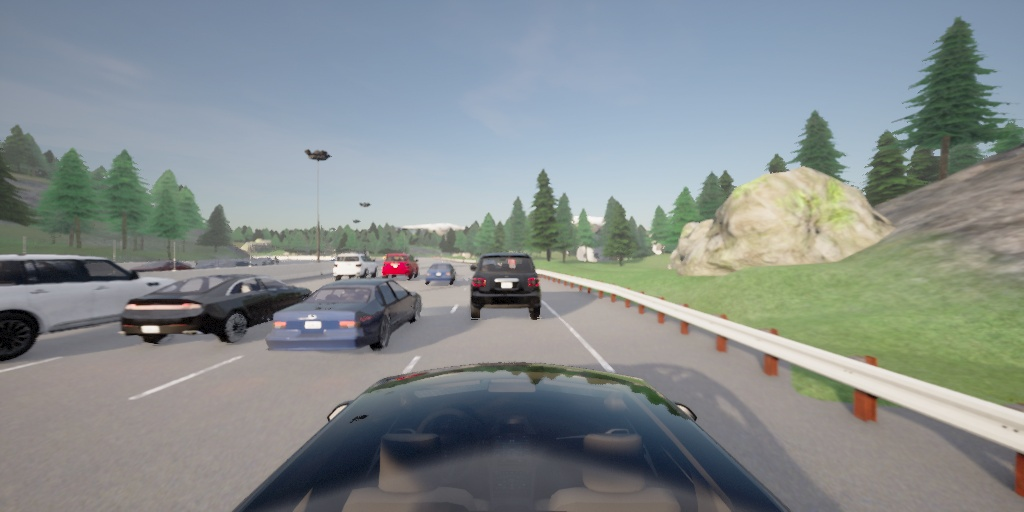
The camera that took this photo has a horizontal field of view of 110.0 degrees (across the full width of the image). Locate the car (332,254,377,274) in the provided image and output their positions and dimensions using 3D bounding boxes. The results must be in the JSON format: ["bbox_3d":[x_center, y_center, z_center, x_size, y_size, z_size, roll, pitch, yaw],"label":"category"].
[{"bbox_3d":[-12.419,0.843,28.755,2.150,2.045,5.566,0,0,-8],"label":"car"}]

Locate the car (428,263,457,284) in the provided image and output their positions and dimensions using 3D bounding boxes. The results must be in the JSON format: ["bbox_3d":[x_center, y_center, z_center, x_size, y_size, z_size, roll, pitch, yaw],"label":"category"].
[{"bbox_3d":[-4.900,1.176,25.023,2.033,1.411,5.357,0,0,-6],"label":"car"}]

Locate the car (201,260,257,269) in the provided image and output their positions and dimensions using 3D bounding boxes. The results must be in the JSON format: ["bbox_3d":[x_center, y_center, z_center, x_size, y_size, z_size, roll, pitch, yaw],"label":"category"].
[{"bbox_3d":[-23.349,1.113,29.802,1.882,1.535,5.008,0,0,-8],"label":"car"}]

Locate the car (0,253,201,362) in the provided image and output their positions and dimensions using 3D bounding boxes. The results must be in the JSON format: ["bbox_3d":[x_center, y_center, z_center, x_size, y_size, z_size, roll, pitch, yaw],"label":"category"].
[{"bbox_3d":[-10.602,0.956,8.223,2.150,2.045,5.566,0,1,-3],"label":"car"}]

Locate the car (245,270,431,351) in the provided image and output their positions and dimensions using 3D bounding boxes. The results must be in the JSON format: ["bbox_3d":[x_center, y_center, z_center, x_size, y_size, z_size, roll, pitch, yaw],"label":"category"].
[{"bbox_3d":[-3.638,1.264,8.902,2.033,1.411,5.357,0,0,-2],"label":"car"}]

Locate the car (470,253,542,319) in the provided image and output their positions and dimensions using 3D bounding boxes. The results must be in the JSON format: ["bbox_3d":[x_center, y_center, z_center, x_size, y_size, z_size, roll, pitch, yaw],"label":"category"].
[{"bbox_3d":[-0.310,0.909,12.673,2.150,2.045,5.566,0,0,-4],"label":"car"}]

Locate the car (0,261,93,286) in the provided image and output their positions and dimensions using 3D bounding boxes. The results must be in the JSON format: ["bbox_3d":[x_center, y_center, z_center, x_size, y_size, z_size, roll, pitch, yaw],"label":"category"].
[{"bbox_3d":[-33.274,1.182,25.380,1.837,1.490,4.892,1,0,-6],"label":"car"}]

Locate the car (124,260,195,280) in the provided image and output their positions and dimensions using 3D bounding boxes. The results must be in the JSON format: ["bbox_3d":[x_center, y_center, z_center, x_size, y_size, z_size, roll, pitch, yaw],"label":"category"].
[{"bbox_3d":[-30.699,1.117,31.453,1.882,1.535,5.008,0,0,-9],"label":"car"}]

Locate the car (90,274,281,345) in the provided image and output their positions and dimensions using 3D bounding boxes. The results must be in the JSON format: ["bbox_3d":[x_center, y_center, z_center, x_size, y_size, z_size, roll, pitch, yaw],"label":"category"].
[{"bbox_3d":[-7.172,1.212,9.449,2.128,1.511,4.902,0,0,-2],"label":"car"}]

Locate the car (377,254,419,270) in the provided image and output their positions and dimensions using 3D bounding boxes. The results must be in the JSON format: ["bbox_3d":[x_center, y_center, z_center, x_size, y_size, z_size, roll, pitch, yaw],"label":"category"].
[{"bbox_3d":[-8.926,0.836,28.997,2.150,2.045,5.566,0,0,-8],"label":"car"}]

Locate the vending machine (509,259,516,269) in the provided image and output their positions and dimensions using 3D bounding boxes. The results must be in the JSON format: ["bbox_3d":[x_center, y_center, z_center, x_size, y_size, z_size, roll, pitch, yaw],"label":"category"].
[{"bbox_3d":[0.070,0.693,46.864,1.100,2.100,0.880,0,0,-12],"label":"vending machine"}]
